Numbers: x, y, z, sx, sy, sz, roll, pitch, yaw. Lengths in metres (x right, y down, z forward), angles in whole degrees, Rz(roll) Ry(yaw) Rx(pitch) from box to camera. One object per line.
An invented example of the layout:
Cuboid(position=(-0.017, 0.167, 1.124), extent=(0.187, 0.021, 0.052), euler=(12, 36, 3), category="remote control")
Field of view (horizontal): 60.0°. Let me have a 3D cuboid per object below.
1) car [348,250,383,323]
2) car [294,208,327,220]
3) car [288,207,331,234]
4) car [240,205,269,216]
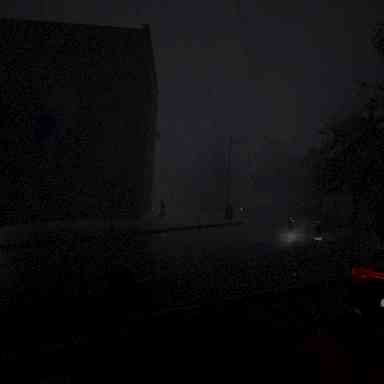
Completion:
Cuboid(position=(5.059, 1.504, 6.094), extent=(5.008, 1.535, 1.882), euler=(0, 0, -29), category="car")
Cuboid(position=(16.244, 3.032, 45.460), extent=(4.902, 1.511, 2.128), euler=(5, -3, -40), category="car")
Cuboid(position=(7.540, 1.724, 20.913), extent=(1.837, 1.490, 4.892), euler=(3, -1, 31), category="car")
Cuboid(position=(9.847, 2.800, 52.700), extent=(4.553, 1.767, 2.097), euler=(3, -2, 9), category="car")
